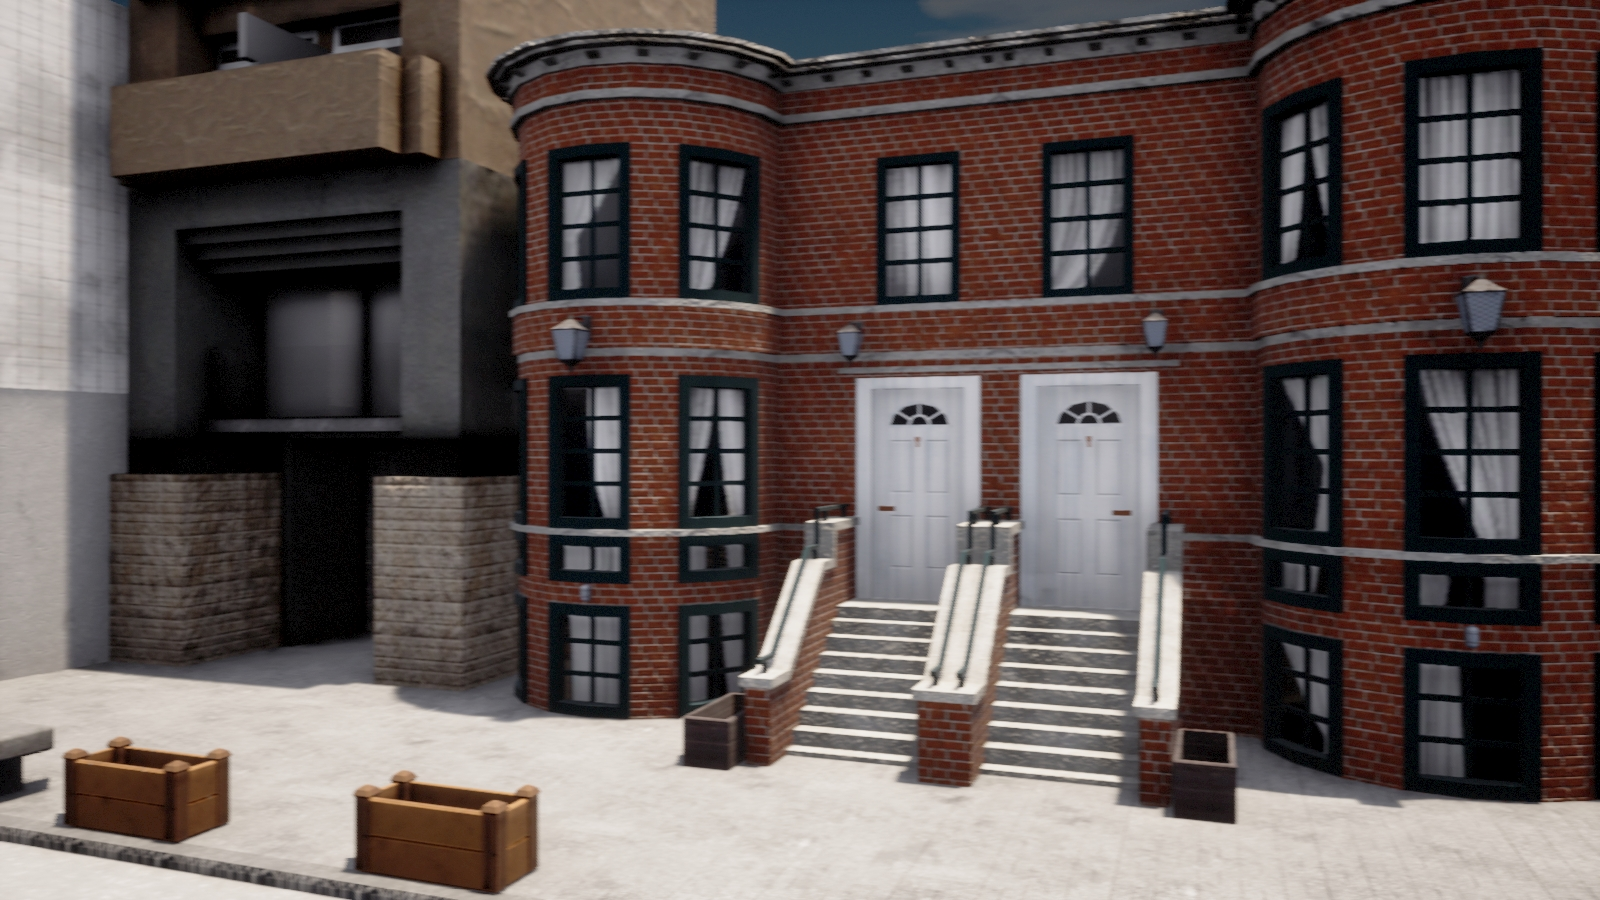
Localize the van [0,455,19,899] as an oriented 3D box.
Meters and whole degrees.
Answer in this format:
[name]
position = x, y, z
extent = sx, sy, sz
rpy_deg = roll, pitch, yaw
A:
[van]
position = -7.567, 1.307, 6.582
extent = 5.915, 2.561, 1.988
rpy_deg = 0, 0, 20
